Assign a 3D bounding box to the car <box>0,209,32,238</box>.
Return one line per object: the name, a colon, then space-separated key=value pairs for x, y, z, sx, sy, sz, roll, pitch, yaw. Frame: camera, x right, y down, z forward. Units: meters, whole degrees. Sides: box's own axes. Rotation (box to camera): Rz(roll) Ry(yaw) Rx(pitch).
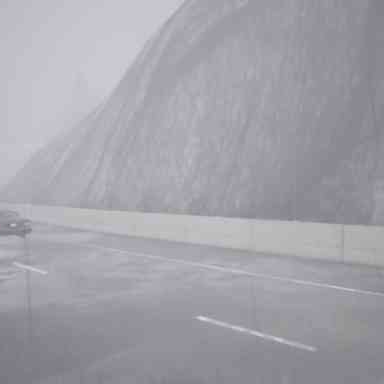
car: x=-9.937 y=1.544 z=16.720 sx=5.357 sy=1.411 sz=2.033 roll=0 pitch=0 yaw=42
